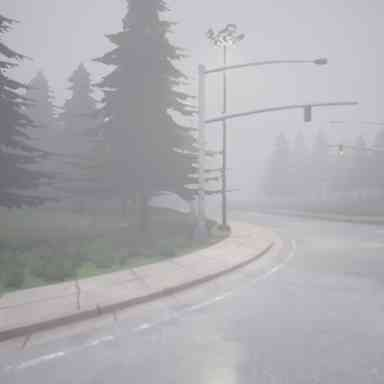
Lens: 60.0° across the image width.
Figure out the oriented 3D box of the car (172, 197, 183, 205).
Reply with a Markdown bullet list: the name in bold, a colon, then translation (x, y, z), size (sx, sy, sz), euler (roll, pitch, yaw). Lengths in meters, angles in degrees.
- **car**: translation (-2.770, 1.844, 74.052), size (2.150, 2.045, 5.566), euler (0, -1, -17)

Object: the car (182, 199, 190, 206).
- **car**: translation (0.276, 2.129, 64.018), size (2.033, 1.411, 5.357), euler (0, -1, -16)
